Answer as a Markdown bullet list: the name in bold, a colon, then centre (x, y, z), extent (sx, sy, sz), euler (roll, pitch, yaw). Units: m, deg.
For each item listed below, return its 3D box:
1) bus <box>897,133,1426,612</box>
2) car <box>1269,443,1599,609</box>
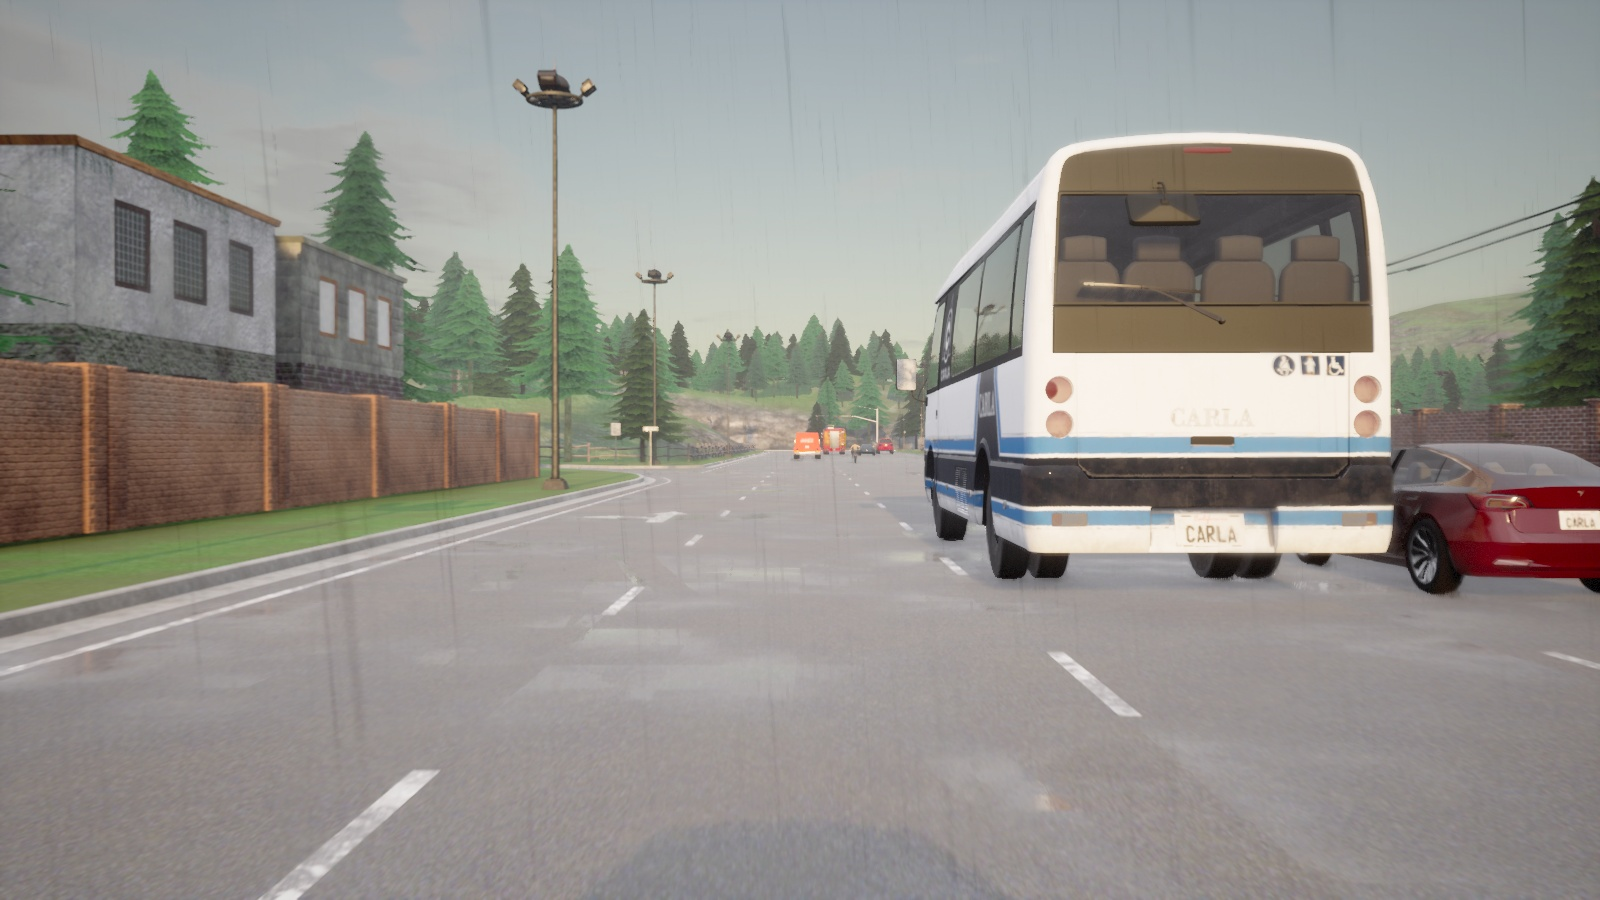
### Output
- **bus**: centre (3.609, -0.719, 16.295), extent (3.944, 4.253, 10.273), euler (0, 0, 0)
- **car**: centre (7.093, 0.675, 13.718), extent (2.163, 1.488, 4.792), euler (0, 0, 0)
